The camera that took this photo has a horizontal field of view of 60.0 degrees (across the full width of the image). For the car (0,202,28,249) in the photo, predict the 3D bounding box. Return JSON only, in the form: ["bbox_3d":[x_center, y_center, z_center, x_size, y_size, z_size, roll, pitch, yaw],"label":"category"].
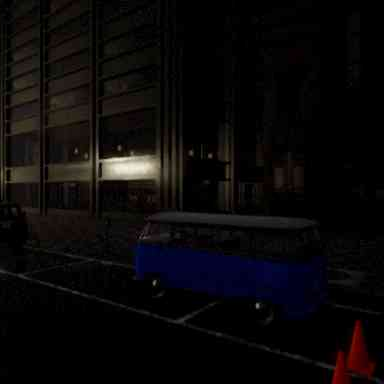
[{"bbox_3d":[-8.509,1.299,13.231,5.009,1.841,2.192,0,0,36],"label":"car"}]

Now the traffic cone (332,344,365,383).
[{"bbox_3d":[1.557,1.955,3.468,0.340,0.580,0.340,0,0,36],"label":"traffic cone"}]

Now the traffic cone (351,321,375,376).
[{"bbox_3d":[2.141,1.955,4.279,0.340,0.580,0.340,0,0,36],"label":"traffic cone"}]

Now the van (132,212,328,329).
[{"bbox_3d":[0.593,1.338,6.674,3.998,1.788,1.690,0,0,36],"label":"van"}]
